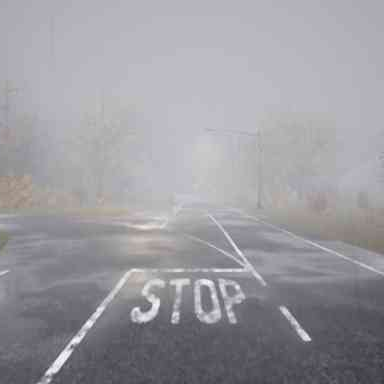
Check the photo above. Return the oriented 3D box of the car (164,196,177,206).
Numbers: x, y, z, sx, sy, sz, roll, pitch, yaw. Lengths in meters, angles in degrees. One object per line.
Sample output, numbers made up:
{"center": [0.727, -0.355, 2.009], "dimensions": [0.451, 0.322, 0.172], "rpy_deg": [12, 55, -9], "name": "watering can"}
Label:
{"center": [-3.658, 1.520, 56.276], "dimensions": [1.837, 1.490, 4.892], "rpy_deg": [0, 0, -1], "name": "car"}
